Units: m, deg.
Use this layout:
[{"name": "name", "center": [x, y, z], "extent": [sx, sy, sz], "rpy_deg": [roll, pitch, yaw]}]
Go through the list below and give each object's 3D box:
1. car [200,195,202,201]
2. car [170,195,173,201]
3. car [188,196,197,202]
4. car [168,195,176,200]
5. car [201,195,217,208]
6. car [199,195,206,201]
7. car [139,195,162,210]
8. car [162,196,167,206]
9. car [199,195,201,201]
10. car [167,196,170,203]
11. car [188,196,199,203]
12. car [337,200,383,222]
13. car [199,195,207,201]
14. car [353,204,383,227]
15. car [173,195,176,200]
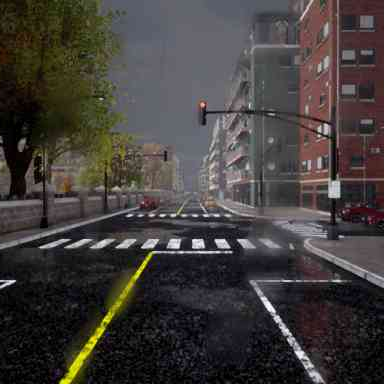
[{"name": "car", "center": [2.752, 1.561, 54.939], "extent": [1.887, 1.381, 4.507], "rpy_deg": [0, 0, 0]}, {"name": "car", "center": [-5.610, 1.611, 71.553], "extent": [1.802, 1.307, 4.206], "rpy_deg": [0, 0, 0]}, {"name": "car", "center": [0.094, 1.589, 79.593], "extent": [1.994, 1.385, 4.181], "rpy_deg": [0, 0, 0]}, {"name": "car", "center": [-5.585, 1.577, 93.524], "extent": [1.752, 1.417, 4.829], "rpy_deg": [0, 0, 0]}, {"name": "car", "center": [2.745, 1.537, 49.574], "extent": [1.752, 1.417, 4.829], "rpy_deg": [0, 0, 0]}, {"name": "car", "center": [2.789, 1.591, 88.150], "extent": [1.887, 1.381, 4.507], "rpy_deg": [0, 0, 0]}, {"name": "car", "center": [-5.642, 1.323, 43.878], "extent": [2.192, 1.841, 5.009], "rpy_deg": [0, 0, 0]}, {"name": "car", "center": [-5.629, 1.456, 54.948], "extent": [1.967, 1.590, 4.097], "rpy_deg": [0, 0, 0]}, {"name": "car", "center": [2.758, 1.571, 60.475], "extent": [2.008, 1.369, 4.403], "rpy_deg": [0, 0, 0]}, {"name": "car", "center": [-5.623, 1.565, 60.483], "extent": [1.887, 1.381, 4.507], "rpy_deg": [0, 0, 0]}, {"name": "car", "center": [0.084, 1.575, 69.182], "extent": [2.033, 1.411, 5.357], "rpy_deg": [0, 0, 0]}, {"name": "car", "center": [14.648, 1.590, 27.282], "extent": [5.009, 1.841, 2.192], "rpy_deg": [1, -1, 0]}, {"name": "car", "center": [2.783, 1.585, 82.615], "extent": [1.887, 1.381, 4.507], "rpy_deg": [0, 0, 0]}, {"name": "car", "center": [14.693, 1.850, 24.677], "extent": [4.181, 1.385, 1.994], "rpy_deg": [1, 0, 0]}, {"name": "car", "center": [-5.597, 1.622, 82.624], "extent": [1.802, 1.307, 4.206], "rpy_deg": [0, 0, 0]}]
